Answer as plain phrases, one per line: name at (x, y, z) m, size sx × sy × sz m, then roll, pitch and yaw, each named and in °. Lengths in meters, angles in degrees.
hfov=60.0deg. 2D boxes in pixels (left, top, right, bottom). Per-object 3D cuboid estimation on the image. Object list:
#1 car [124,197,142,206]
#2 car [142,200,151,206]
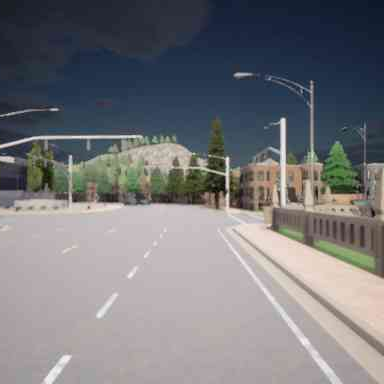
car at (-14.280, 2.304, 78.116) m, size 2.150 × 2.045 × 5.566 m, roll 0°, pitch -1°, yaw -25°
car at (-11.476, 2.609, 80.329) m, size 1.837 × 1.490 × 4.892 m, roll 0°, pitch -1°, yaw -25°
